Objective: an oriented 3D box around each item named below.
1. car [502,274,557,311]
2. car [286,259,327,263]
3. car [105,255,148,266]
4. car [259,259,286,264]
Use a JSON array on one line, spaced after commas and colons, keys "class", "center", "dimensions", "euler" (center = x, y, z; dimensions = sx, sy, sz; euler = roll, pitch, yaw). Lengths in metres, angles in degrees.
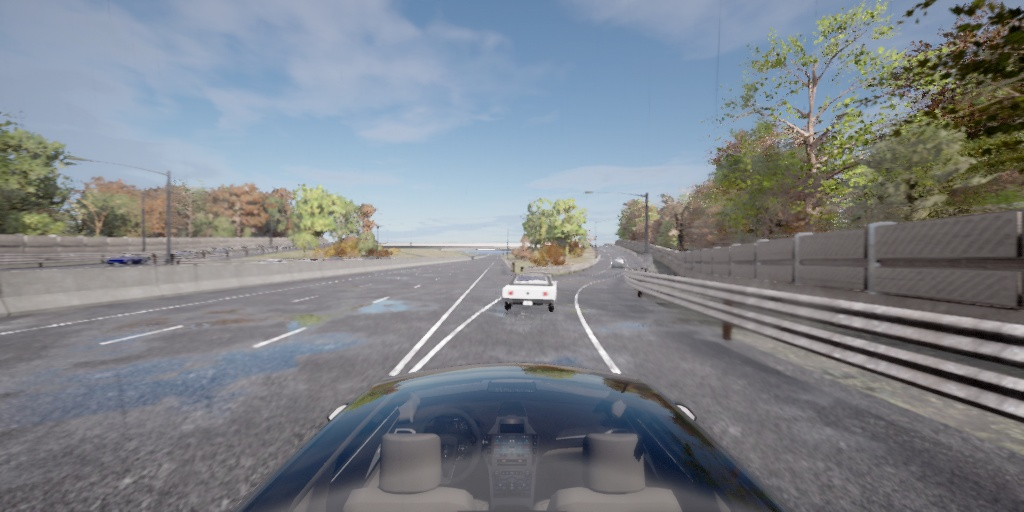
[{"class": "car", "center": [0.889, 1.380, 14.639], "dimensions": [1.895, 1.301, 4.718], "euler": [1, -1, 8]}, {"class": "car", "center": [-26.184, 1.201, 45.867], "dimensions": [1.895, 1.301, 4.718], "euler": [0, 0, -1]}, {"class": "car", "center": [-43.849, 0.487, 40.866], "dimensions": [1.895, 1.301, 4.718], "euler": [0, 1, -26]}, {"class": "car", "center": [-29.650, 1.105, 44.504], "dimensions": [1.812, 1.442, 4.674], "euler": [0, 0, -2]}]
